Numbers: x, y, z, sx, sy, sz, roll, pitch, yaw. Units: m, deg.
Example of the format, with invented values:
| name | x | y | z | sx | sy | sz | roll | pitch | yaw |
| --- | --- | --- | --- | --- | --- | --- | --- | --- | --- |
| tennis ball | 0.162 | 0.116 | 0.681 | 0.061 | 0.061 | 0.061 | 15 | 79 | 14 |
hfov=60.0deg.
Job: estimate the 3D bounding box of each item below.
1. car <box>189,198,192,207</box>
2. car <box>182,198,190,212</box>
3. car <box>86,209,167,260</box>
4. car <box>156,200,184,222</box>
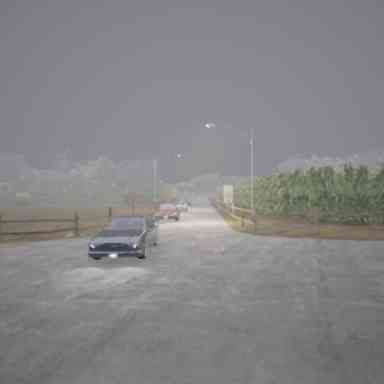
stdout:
| name | x | y | z | sx | sy | sz | roll | pitch | yaw |
| --- | --- | --- | --- | --- | --- | --- | --- | --- | --- |
| car | -1.017 | 1.775 | 58.262 | 1.837 | 1.490 | 4.892 | 0 | 0 | 2 |
| car | -1.565 | 1.831 | 41.874 | 1.895 | 1.301 | 4.718 | 0 | 0 | 2 |
| car | -2.416 | 1.637 | 13.137 | 2.033 | 1.411 | 5.357 | -1 | 0 | 2 |
| car | -1.968 | 1.701 | 28.106 | 1.812 | 1.442 | 4.674 | 0 | 0 | 2 |
